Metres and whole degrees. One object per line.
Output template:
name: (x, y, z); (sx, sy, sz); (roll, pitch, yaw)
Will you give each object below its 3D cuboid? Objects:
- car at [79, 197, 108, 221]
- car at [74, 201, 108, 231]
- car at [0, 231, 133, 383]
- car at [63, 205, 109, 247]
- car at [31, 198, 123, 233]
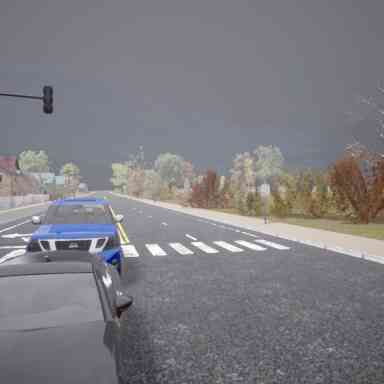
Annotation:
car: (-8.103, 1.337, 27.575); (2.097, 1.767, 4.553); (0, 0, -15)
car: (-6.554, 1.467, 21.839); (1.882, 1.535, 5.008); (0, 0, -15)
car: (-1.725, 1.524, 3.923); (1.812, 1.442, 4.674); (0, 0, -13)
car: (-4.997, 1.498, 16.090); (1.837, 1.490, 4.892); (0, 0, -15)
car: (-3.352, 1.218, 10.015); (2.150, 2.045, 5.566); (0, 0, -15)
